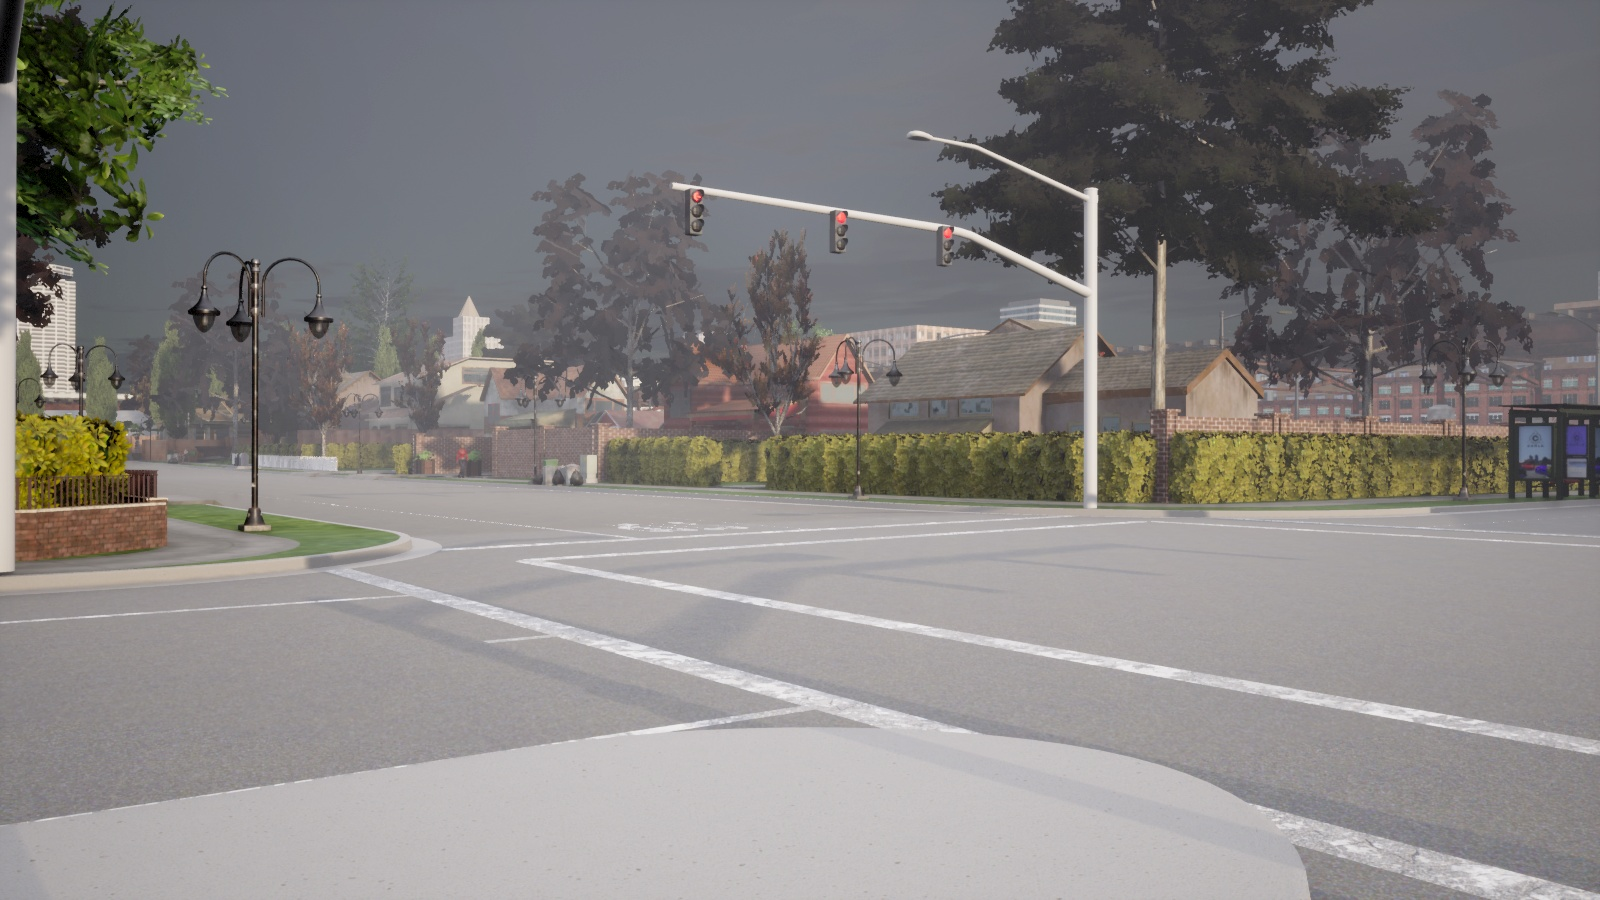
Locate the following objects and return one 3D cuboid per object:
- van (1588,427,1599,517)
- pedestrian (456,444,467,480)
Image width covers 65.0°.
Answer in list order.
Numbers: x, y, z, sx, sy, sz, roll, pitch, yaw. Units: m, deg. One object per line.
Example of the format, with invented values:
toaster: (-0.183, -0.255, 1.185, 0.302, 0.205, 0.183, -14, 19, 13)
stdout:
van: (20.341, 0.496, 29.085, 4.480, 2.038, 2.069, 0, 0, -37)
pedestrian: (-17.280, 0.600, 64.189, 0.331, 1.846, 0.636, 0, 0, -36)
